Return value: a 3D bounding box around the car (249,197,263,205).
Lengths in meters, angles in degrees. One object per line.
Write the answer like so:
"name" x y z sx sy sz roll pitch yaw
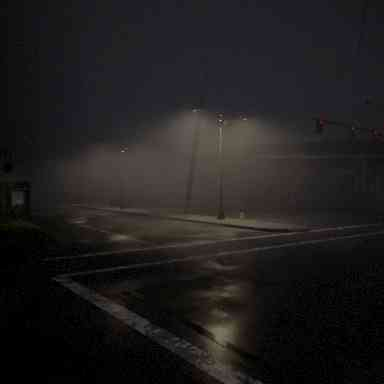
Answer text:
"car" 12.005 1.564 61.129 1.994 1.385 4.181 0 0 29

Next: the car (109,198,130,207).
"car" -11.145 1.564 50.702 1.994 1.385 4.181 0 0 -35

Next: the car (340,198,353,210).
"car" 18.112 1.456 42.034 1.970 1.475 3.806 0 0 -35

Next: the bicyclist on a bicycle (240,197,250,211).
"bicyclist on a bicycle" 6.271 1.430 39.743 1.656 1.620 0.582 -6 -7 -37

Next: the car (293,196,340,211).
"car" 13.850 1.295 38.107 2.242 1.667 4.611 0 0 -35
